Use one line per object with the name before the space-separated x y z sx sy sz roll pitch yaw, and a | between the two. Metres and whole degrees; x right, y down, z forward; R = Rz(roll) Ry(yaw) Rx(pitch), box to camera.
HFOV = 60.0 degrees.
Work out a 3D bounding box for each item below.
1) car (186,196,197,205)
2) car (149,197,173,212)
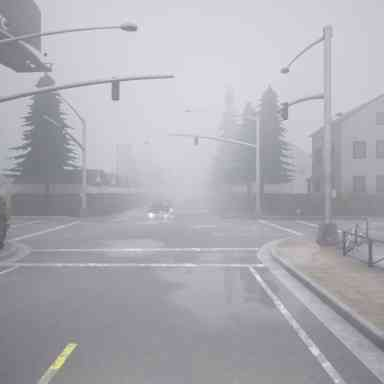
car | -0.086 1.491 59.322 2.128 1.511 4.902 0 0 0
car | -3.644 1.352 38.109 2.097 1.767 4.553 0 0 0
